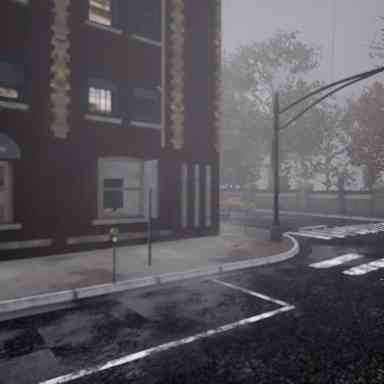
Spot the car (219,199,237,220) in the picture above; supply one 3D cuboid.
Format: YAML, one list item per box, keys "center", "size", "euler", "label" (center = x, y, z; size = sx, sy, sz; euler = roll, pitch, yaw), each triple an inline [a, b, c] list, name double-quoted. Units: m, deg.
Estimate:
- center: [0.886, 1.250, 23.476]
  size: [1.802, 1.307, 4.206]
  euler: [2, 0, -36]
  label: "car"

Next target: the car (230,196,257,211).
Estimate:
- center: [4.310, 1.119, 33.016]
  size: [1.752, 1.417, 4.829]
  euler: [1, 0, -36]
  label: "car"
